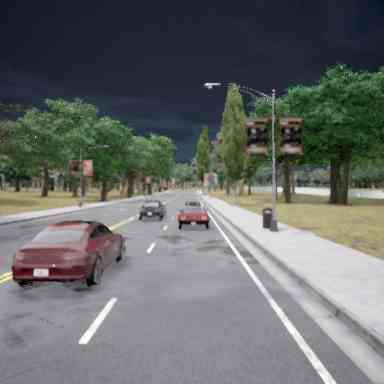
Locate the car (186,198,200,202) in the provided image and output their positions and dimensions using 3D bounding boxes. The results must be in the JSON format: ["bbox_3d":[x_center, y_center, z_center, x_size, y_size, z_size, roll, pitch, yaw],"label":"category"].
[{"bbox_3d":[0.117,1.418,41.922,1.895,1.301,4.718,0,0,0],"label":"car"}]

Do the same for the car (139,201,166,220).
[{"bbox_3d":[-3.126,1.430,26.955,1.812,1.442,4.674,0,0,0],"label":"car"}]

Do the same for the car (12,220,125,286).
[{"bbox_3d":[-3.146,1.508,9.237,1.812,1.442,4.674,0,0,0],"label":"car"}]

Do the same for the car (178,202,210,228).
[{"bbox_3d":[0.109,1.534,21.515,1.895,1.301,4.718,0,0,0],"label":"car"}]
